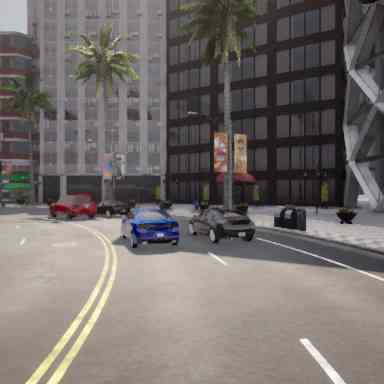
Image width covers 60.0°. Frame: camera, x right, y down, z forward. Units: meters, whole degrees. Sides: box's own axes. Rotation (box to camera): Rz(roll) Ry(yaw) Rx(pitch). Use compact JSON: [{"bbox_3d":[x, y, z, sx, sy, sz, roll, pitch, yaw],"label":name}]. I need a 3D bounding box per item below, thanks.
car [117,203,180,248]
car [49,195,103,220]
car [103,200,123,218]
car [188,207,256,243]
[{"bbox_3d":[-2.015,1.485,15.009,1.882,1.535,5.008,0,0,-19],"label":"car"},{"bbox_3d":[-10.199,1.258,28.363,2.150,2.045,5.566,0,0,-44],"label":"car"},{"bbox_3d":[-7.653,1.485,30.766,1.882,1.535,5.008,0,0,-44],"label":"car"},{"bbox_3d":[1.292,1.516,16.155,1.837,1.490,4.892,0,0,-19],"label":"car"}]
